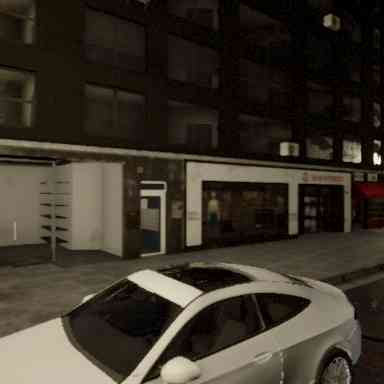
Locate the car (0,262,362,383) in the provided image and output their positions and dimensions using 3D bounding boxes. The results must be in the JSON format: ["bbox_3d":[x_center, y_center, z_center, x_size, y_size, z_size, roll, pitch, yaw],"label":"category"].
[{"bbox_3d":[-0.145,1.527,3.272,4.674,1.442,1.812,0,0,-35],"label":"car"}]
